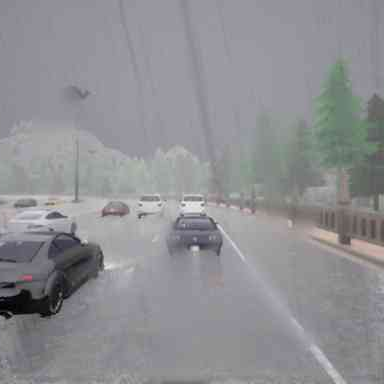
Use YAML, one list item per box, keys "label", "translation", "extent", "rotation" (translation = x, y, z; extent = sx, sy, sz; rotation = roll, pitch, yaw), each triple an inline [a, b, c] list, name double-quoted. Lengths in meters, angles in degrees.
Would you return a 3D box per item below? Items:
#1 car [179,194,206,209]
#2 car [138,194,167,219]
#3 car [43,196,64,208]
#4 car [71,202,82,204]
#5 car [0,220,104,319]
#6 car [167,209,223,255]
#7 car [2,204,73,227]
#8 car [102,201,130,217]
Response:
- label: "car"
  translation: [0.006, 1.213, 29.682]
  extent: [2.150, 2.045, 5.566]
  rotation: [0, 0, -2]
- label: "car"
  translation: [-3.486, 1.213, 29.620]
  extent: [2.150, 2.045, 5.566]
  rotation: [0, 0, -2]
- label: "car"
  translation: [-19.911, 1.464, 47.974]
  extent: [1.882, 1.535, 5.008]
  rotation: [0, 0, -12]
- label: "car"
  translation: [-16.198, 1.587, 47.695]
  extent: [1.895, 1.301, 4.718]
  rotation: [0, 0, -11]
- label: "car"
  translation: [-3.401, 1.562, 7.473]
  extent: [1.994, 1.385, 4.181]
  rotation: [0, 0, 0]
- label: "car"
  translation: [0.104, 1.597, 13.368]
  extent: [1.895, 1.301, 4.718]
  rotation: [0, 0, 0]
- label: "car"
  translation: [-6.911, 1.521, 15.387]
  extent: [1.812, 1.442, 4.674]
  rotation: [0, 0, 0]
- label: "car"
  translation: [-7.067, 1.555, 31.121]
  extent: [1.994, 1.385, 4.181]
  rotation: [0, 0, -2]
